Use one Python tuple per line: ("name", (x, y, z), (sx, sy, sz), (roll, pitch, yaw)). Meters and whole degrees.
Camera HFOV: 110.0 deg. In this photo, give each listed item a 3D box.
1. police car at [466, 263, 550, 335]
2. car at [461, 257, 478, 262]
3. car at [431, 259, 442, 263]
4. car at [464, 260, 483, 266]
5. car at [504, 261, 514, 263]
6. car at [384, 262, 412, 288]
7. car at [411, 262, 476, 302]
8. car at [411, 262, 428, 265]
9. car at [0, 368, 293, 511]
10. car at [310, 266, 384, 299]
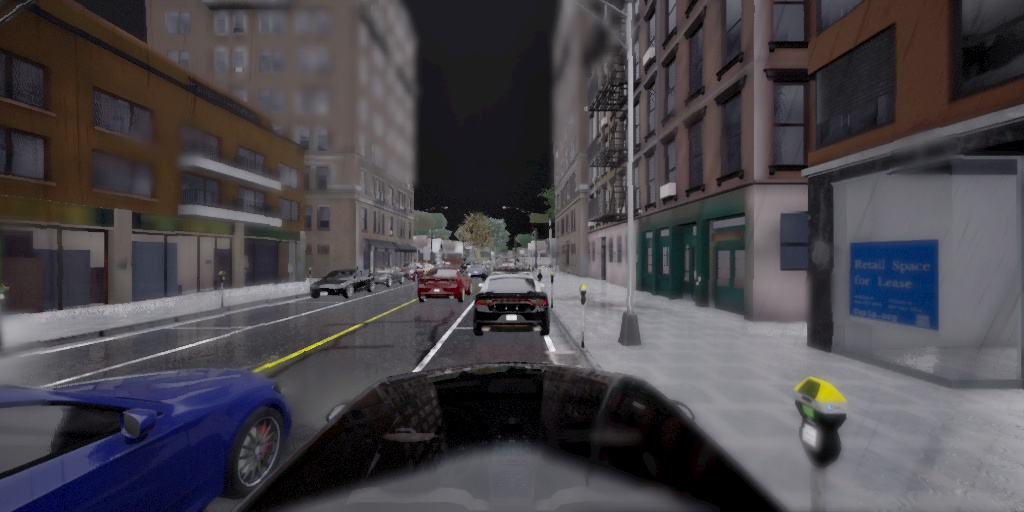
("police car", (-0.012, 1.174, 10.610), (1.930, 1.638, 5.238), (0, 0, 0))
("car", (-5.770, 1.098, 49.841), (2.150, 2.045, 5.566), (0, 0, 0))
("car", (-8.408, 1.284, 34.586), (1.751, 1.417, 4.829), (0, 0, 0))
("car", (-3.020, 1.330, 31.871), (1.994, 1.385, 4.181), (0, 0, 0))
("car", (-0.383, 1.280, 29.411), (1.751, 1.417, 4.829), (0, 0, 0))
("car", (-8.408, 1.302, 23.719), (2.007, 1.370, 4.403), (0, 0, 0))
("car", (-3.020, 1.236, 16.870), (1.882, 1.535, 5.008), (0, 0, 0))
("car", (-8.408, 1.194, 29.238), (1.967, 1.591, 4.097), (0, 0, 0))
("car", (-3.020, 1.275, 1.499), (1.812, 1.442, 4.674), (0, 0, 0))
("car", (-8.408, 1.316, 18.201), (1.948, 1.339, 4.313), (0, 0, 0))
